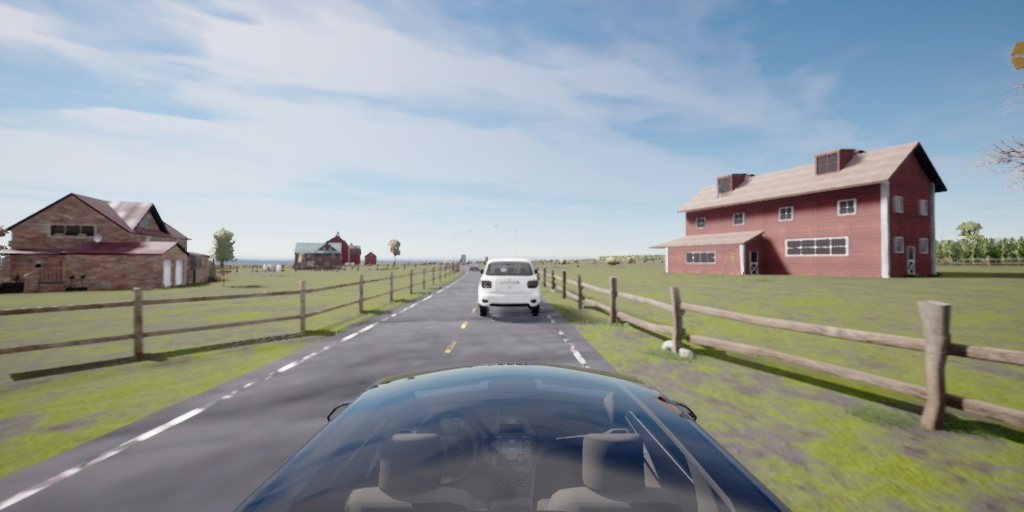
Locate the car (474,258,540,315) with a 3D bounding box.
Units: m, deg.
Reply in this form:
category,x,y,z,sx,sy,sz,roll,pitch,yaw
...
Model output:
category,x,y,z,sx,sy,sz,roll,pitch,yaw
car,-0.128,1.112,14.445,2.150,2.045,5.566,0,0,-1
